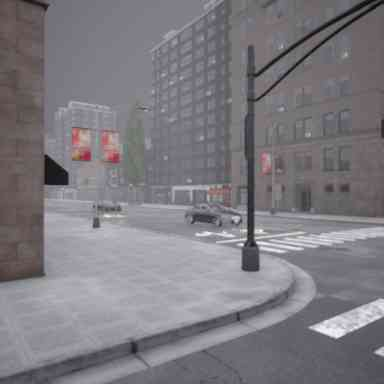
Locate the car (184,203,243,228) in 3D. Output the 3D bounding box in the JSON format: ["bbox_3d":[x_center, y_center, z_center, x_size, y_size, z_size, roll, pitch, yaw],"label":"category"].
[{"bbox_3d":[1.365,1.548,22.713,2.128,1.511,4.902,0,0,-36],"label":"car"}]

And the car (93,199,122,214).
[{"bbox_3d":[-9.740,1.609,38.193,1.882,1.535,5.008,0,0,-36],"label":"car"}]
